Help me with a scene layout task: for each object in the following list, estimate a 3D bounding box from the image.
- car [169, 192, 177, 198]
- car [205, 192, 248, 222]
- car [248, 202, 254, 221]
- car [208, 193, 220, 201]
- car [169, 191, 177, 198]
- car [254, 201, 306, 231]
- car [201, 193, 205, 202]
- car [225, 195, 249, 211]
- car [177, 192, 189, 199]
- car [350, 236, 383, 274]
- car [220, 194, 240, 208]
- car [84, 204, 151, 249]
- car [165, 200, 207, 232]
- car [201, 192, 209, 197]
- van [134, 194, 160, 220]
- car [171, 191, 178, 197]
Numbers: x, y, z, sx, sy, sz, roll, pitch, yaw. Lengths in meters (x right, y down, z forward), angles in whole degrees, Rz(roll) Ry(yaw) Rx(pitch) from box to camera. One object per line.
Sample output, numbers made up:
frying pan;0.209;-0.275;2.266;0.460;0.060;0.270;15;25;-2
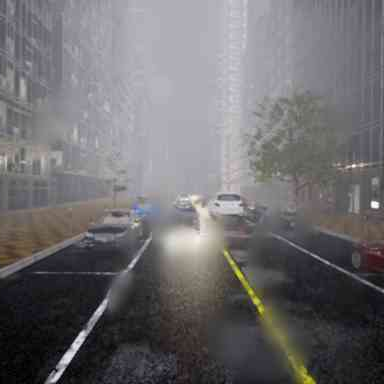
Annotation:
car;-4.574;0.704;81.800;1.802;1.307;4.206;1;1;-1
car;2.442;1.016;24.816;2.150;2.045;5.566;1;0;-1
car;5.088;1.374;25.075;2.008;1.369;4.403;1;1;-1
car;4.190;0.946;64.910;1.887;1.381;4.507;1;1;-1
car;-4.445;0.733;76.108;1.887;1.381;4.507;1;1;-1
car;5.216;1.430;19.385;2.008;1.369;4.403;1;1;-1
car;2.091;1.160;40.636;1.812;1.442;4.674;1;1;-1
car;4.832;1.145;36.456;1.967;1.590;4.097;1;1;-1
car;-1.717;0.783;74.353;2.033;1.411;5.357;1;1;-1
car;5.473;1.567;8.003;1.802;1.307;4.206;1;1;-1
car;4.704;1.086;42.146;1.967;1.590;4.097;1;1;-1
car;-3.034;1.400;13.507;2.008;1.369;4.403;1;1;-1
car;-0.474;1.369;19.294;2.033;1.411;5.357;1;1;-1
car;3.548;0.639;93.363;1.947;1.339;4.313;1;1;-1
van;-3.288;1.080;24.887;1.690;1.788;3.998;1;1;-1
car;-4.830;0.534;93.181;1.887;1.381;4.507;1;1;-1
